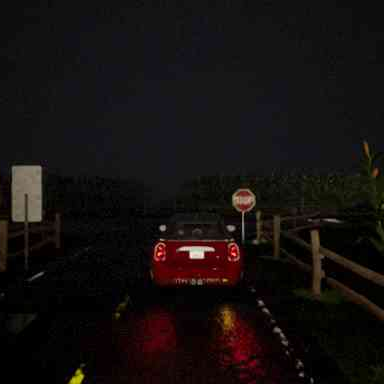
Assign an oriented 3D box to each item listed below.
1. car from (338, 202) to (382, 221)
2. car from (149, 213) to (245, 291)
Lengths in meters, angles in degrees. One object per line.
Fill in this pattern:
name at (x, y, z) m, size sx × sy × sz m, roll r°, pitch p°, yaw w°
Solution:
car at (13.262, 1.425, 25.025) m, size 4.181 × 1.385 × 1.994 m, roll 0°, pitch 0°, yaw 0°
car at (0.144, 1.343, 9.158) m, size 2.097 × 1.767 × 4.553 m, roll 0°, pitch 0°, yaw 1°
